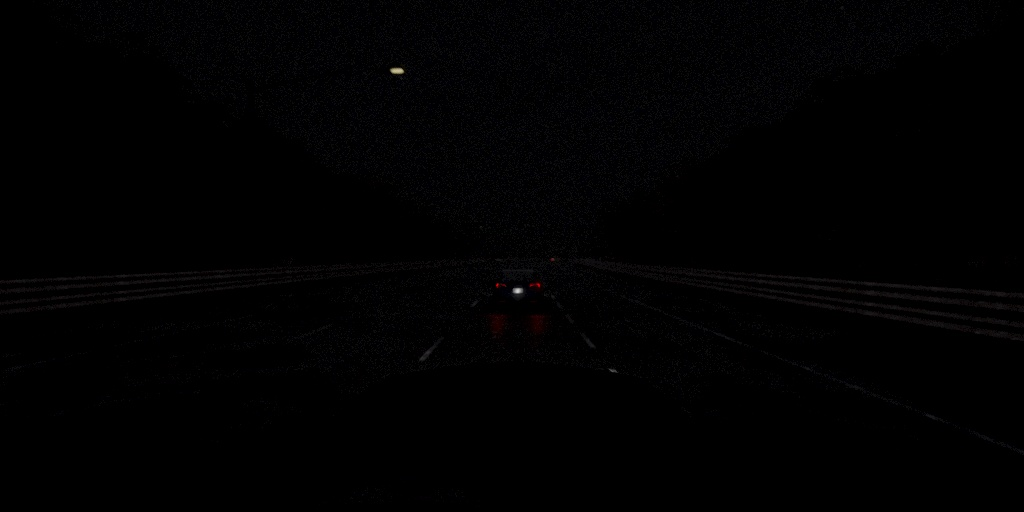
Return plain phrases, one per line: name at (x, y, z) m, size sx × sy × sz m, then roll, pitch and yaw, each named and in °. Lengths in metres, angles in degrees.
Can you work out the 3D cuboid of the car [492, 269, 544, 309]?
car at (0.264, 1.267, 15.027) m, size 2.163 × 1.488 × 4.792 m, roll 0°, pitch 0°, yaw 1°
